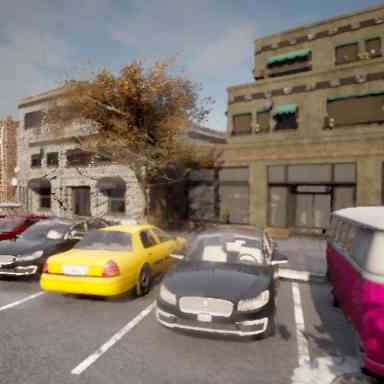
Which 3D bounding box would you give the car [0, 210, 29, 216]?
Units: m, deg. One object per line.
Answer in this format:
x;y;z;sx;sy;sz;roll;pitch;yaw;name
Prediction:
-6.342;1.589;11.946;2.097;1.535;5.008;-1;-2;15;car

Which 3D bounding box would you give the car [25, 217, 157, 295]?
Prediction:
-1.527;1.495;8.740;1.946;1.575;5.366;0;-1;15;car

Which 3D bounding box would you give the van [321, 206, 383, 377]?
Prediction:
3.229;1.257;5.287;1.878;1.987;4.442;0;-1;15;van

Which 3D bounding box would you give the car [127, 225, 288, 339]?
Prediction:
0.819;1.479;6.873;2.231;1.521;4.892;0;-1;15;car

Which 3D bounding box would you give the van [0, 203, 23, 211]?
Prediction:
-8.713;1.444;13.748;1.878;1.987;4.442;-2;-2;15;van

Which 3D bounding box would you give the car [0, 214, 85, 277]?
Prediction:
-3.953;1.532;10.255;2.231;1.521;4.892;-1;-1;15;car
